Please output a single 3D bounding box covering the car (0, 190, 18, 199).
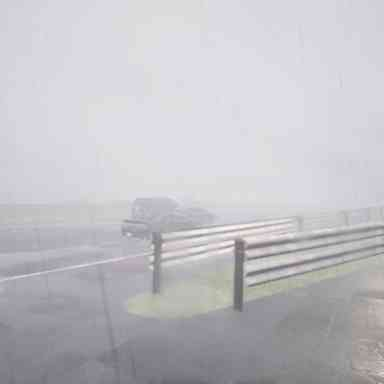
[{"bbox_3d":[-29.445,0.403,51.672,1.812,1.442,4.674,1,2,22],"label":"car"}]

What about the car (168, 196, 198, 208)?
[{"bbox_3d":[-1.512,1.736,57.530,2.150,2.045,5.566,1,-1,36],"label":"car"}]

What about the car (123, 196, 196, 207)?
[{"bbox_3d":[-2.421,1.447,26.415,2.150,2.045,5.566,1,-1,36],"label":"car"}]

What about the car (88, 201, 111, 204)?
[{"bbox_3d":[-9.541,1.739,40.725,2.033,1.411,5.357,1,-1,36],"label":"car"}]

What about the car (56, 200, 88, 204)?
[{"bbox_3d":[-14.550,1.630,39.797,2.033,1.411,5.357,1,-1,36],"label":"car"}]

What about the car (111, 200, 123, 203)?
[{"bbox_3d":[-6.463,1.788,38.991,2.033,1.411,5.357,1,-1,36],"label":"car"}]

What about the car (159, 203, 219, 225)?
[{"bbox_3d":[0.132,1.764,23.985,1.837,1.490,4.892,1,-1,36],"label":"car"}]

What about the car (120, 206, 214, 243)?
[{"bbox_3d":[-1.267,1.662,16.333,2.128,1.511,4.902,1,-1,36],"label":"car"}]
